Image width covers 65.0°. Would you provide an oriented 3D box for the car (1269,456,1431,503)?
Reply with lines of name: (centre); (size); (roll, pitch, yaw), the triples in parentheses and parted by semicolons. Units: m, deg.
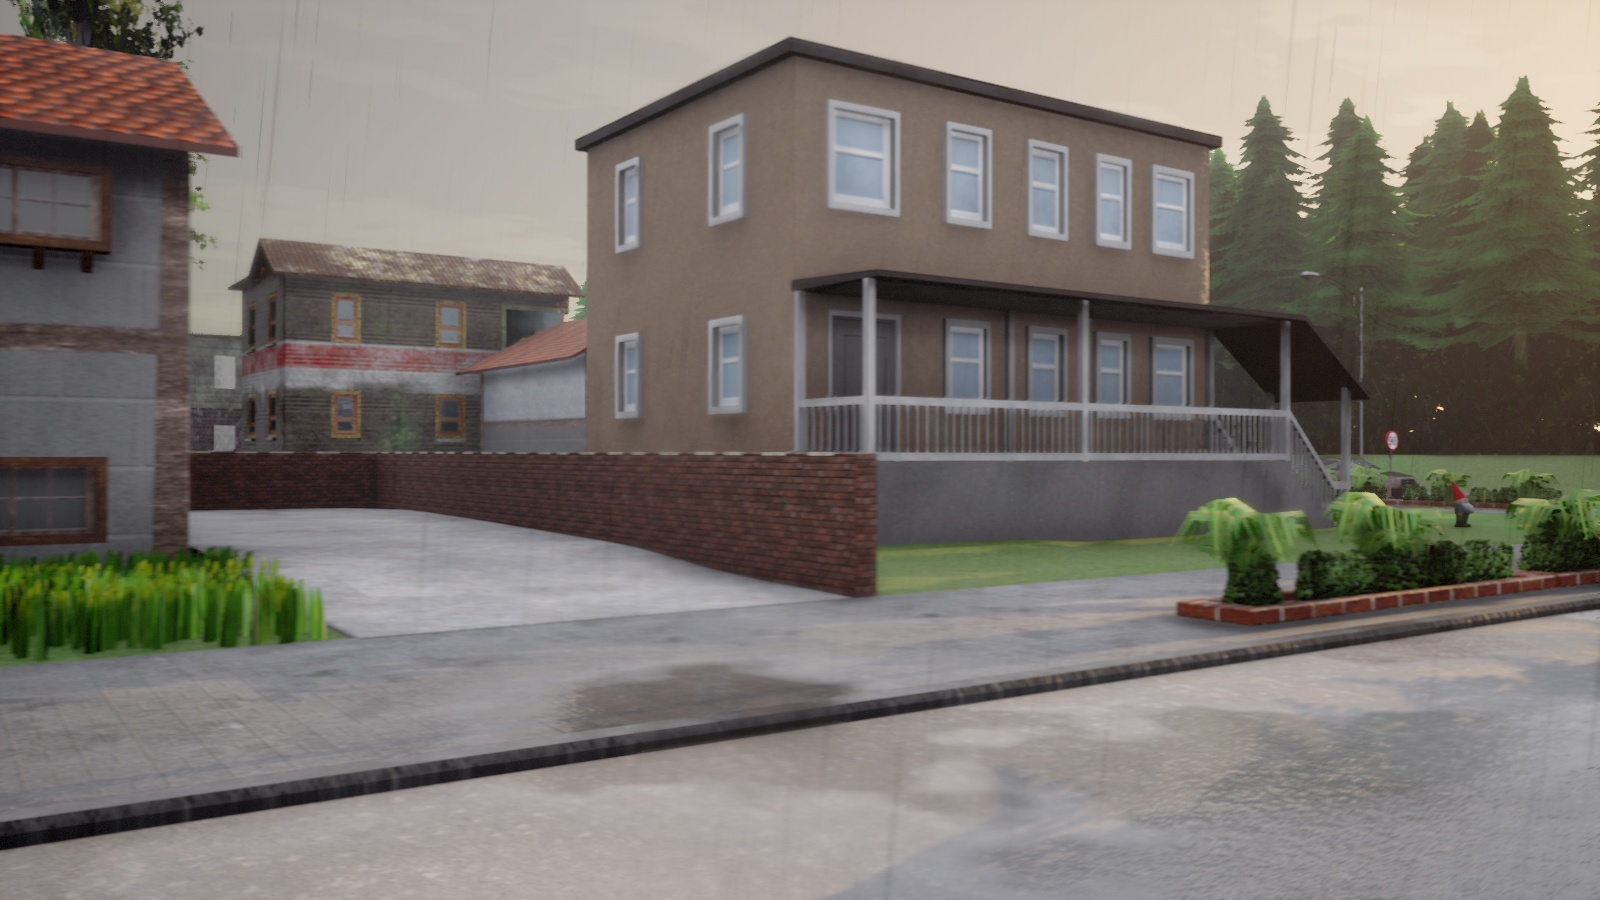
car: (17.041, 0.868, 39.060); (1.994, 1.385, 4.181); (0, 0, -35)
